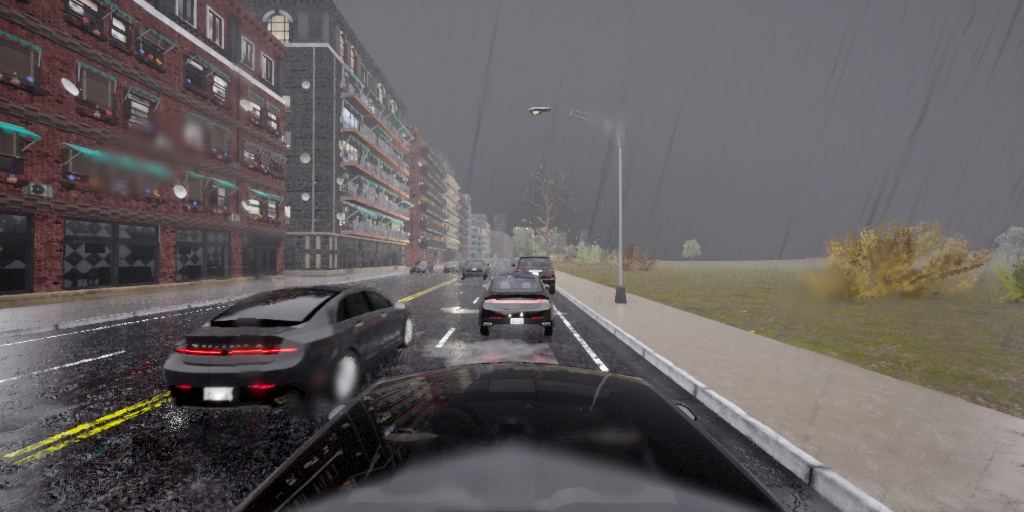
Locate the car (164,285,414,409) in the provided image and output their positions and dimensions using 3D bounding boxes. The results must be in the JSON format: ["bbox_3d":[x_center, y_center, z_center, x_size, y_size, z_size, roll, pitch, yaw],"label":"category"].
[{"bbox_3d":[-3.145,1.254,6.271,1.837,1.490,4.892,0,-1,0],"label":"car"}]

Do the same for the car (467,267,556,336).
[{"bbox_3d":[0.110,1.243,10.435,2.128,1.511,4.902,0,0,0],"label":"car"}]

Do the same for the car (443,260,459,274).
[{"bbox_3d":[-6.564,1.258,40.613,1.837,1.490,4.892,0,0,0],"label":"car"}]

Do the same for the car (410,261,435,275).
[{"bbox_3d":[-9.815,1.258,39.397,1.837,1.490,4.892,0,0,0],"label":"car"}]

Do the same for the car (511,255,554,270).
[{"bbox_3d":[1.156,0.978,20.304,2.150,2.045,5.566,0,0,0],"label":"car"}]

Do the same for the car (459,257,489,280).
[{"bbox_3d":[-3.118,1.106,31.802,2.097,1.767,4.553,0,0,0],"label":"car"}]
